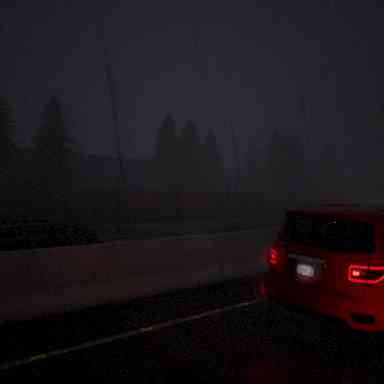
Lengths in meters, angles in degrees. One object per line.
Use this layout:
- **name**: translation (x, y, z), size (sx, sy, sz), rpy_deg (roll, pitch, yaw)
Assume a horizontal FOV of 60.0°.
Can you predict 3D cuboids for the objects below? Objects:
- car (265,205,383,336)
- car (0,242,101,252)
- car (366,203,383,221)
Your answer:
- **car**: translation (3.872, 1.280, 6.519), size (5.566, 2.045, 2.150), rpy_deg (1, 0, -36)
- **car**: translation (-4.966, 1.503, 9.051), size (4.902, 1.511, 2.128), rpy_deg (1, 0, -36)
- **car**: translation (17.991, 1.769, 30.304), size (4.902, 1.511, 2.128), rpy_deg (1, 0, -41)
